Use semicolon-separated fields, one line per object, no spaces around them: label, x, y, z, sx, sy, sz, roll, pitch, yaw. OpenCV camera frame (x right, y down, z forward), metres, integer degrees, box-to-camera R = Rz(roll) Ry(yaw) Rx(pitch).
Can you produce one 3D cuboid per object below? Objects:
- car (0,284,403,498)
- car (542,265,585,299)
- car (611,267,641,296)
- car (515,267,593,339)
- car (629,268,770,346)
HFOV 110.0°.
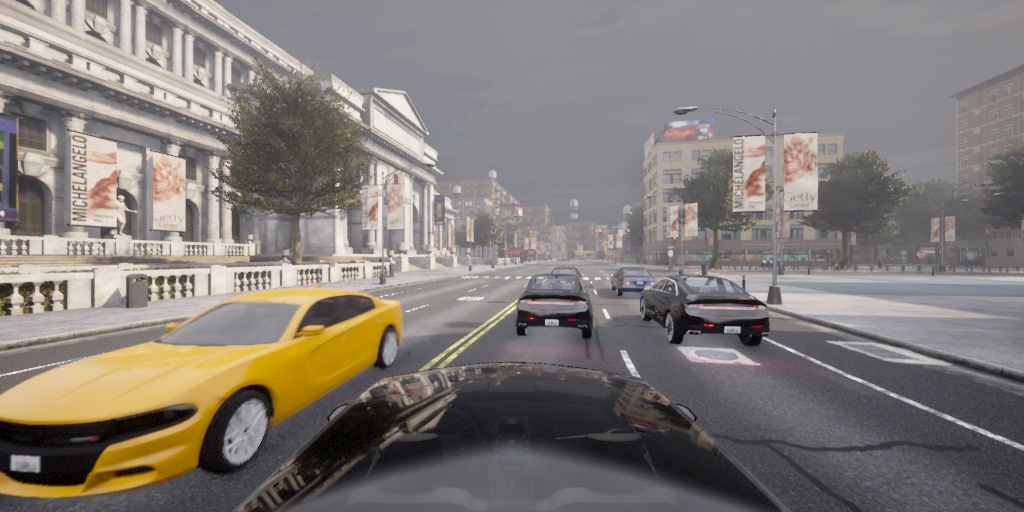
car;-3.256;1.227;5.073;1.882;1.535;5.008;0;0;6
car;2.924;1.296;19.700;2.033;1.411;5.357;0;0;11
car;6.374;1.296;19.058;2.033;1.411;5.357;0;0;11
car;1.259;1.241;10.222;2.128;1.511;4.902;0;0;9
car;4.695;1.241;9.450;2.128;1.511;4.902;0;0;9
